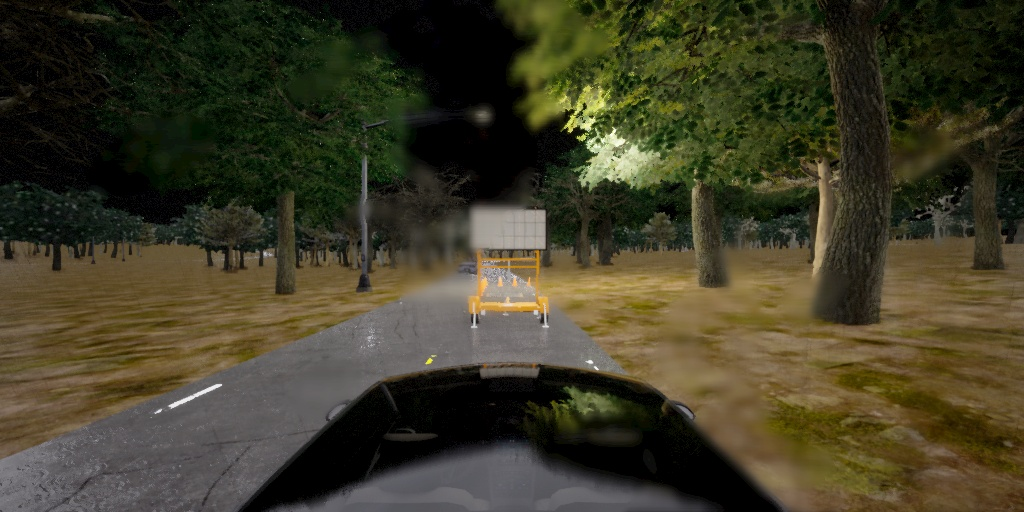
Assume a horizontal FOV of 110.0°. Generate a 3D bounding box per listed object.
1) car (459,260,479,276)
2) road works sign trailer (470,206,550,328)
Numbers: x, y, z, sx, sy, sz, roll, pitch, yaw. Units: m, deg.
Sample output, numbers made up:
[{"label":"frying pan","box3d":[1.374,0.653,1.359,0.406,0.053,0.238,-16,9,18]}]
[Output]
[{"label":"car","box3d":[-4.600,1.390,38.421,1.994,1.385,4.181,0,0,-4]},{"label":"road works sign trailer","box3d":[-0.098,0.225,11.455,2.380,3.560,2.880,0,0,-2]}]
